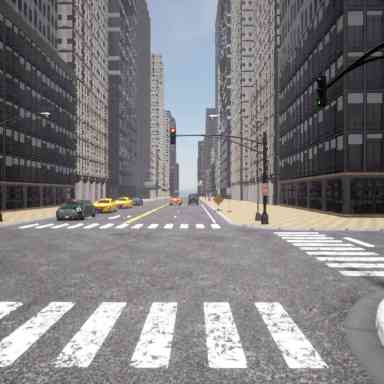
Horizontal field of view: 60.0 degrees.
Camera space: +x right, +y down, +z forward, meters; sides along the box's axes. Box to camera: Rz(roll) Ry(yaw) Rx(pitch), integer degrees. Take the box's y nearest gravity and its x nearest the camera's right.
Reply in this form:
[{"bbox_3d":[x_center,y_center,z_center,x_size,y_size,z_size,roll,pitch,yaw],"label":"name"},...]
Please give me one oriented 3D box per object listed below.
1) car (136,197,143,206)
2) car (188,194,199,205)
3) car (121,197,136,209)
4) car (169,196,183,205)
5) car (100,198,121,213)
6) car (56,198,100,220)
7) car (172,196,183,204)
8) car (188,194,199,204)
[{"bbox_3d":[-9.635,1.640,57.752,2.033,1.411,5.357,0,0,1],"label":"car"},{"bbox_3d":[0.278,1.606,60.154,1.837,1.490,4.892,0,0,0],"label":"car"},{"bbox_3d":[-9.707,1.539,47.105,1.882,1.535,5.008,0,0,0],"label":"car"},{"bbox_3d":[-2.971,1.452,59.942,2.097,1.767,4.553,0,0,0],"label":"car"},{"bbox_3d":[-9.741,1.516,37.423,1.882,1.535,5.008,0,0,0],"label":"car"},{"bbox_3d":[-9.766,1.374,28.236,2.097,1.767,4.553,0,0,0],"label":"car"},{"bbox_3d":[-2.971,1.634,70.131,2.128,1.511,4.902,0,0,0],"label":"car"},{"bbox_3d":[0.281,1.361,70.361,2.150,2.045,5.566,0,0,0],"label":"car"}]
